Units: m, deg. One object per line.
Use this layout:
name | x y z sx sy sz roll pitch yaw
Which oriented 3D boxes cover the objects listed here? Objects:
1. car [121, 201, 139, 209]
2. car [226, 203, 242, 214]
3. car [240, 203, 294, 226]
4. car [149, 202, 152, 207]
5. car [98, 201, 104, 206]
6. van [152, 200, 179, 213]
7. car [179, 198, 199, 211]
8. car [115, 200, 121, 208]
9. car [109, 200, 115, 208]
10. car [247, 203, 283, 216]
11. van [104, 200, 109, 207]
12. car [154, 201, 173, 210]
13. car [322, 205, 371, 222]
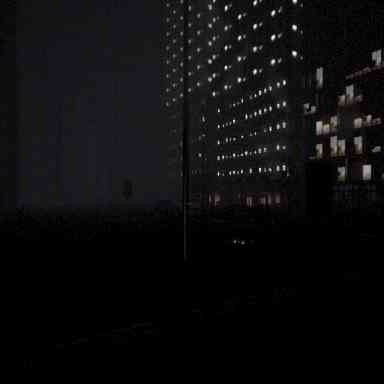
car | -11.141 2.525 61.351 2.008 1.369 4.403 -1 -1 -26
car | 6.217 2.168 44.766 1.947 1.339 4.313 -1 -1 -26
car | 6.040 1.813 25.927 2.008 1.369 4.403 -1 -1 -26
car | -8.509 2.808 75.128 1.802 1.307 4.206 -1 -1 -26
car | -23.412 3.053 86.652 1.887 1.381 4.507 -1 -1 -26
van | -3.782 2.005 46.173 1.690 1.788 3.998 -1 -1 -26
car | -0.768 2.003 53.109 2.150 2.045 5.566 0 -1 -25
car | -13.522 2.602 66.259 1.752 1.417 4.829 -1 -1 -26
car | -16.050 2.731 71.472 1.887 1.381 4.507 -1 -1 -26
car | 8.671 2.068 39.705 1.947 1.339 4.313 -1 -1 -26
van | -18.508 2.634 76.534 1.690 1.788 3.998 -1 -1 -26
car | -5.416 2.454 62.613 1.882 1.535 5.008 0 -1 -26
car | 13.580 1.854 29.584 2.008 1.369 4.403 -1 -1 -26
